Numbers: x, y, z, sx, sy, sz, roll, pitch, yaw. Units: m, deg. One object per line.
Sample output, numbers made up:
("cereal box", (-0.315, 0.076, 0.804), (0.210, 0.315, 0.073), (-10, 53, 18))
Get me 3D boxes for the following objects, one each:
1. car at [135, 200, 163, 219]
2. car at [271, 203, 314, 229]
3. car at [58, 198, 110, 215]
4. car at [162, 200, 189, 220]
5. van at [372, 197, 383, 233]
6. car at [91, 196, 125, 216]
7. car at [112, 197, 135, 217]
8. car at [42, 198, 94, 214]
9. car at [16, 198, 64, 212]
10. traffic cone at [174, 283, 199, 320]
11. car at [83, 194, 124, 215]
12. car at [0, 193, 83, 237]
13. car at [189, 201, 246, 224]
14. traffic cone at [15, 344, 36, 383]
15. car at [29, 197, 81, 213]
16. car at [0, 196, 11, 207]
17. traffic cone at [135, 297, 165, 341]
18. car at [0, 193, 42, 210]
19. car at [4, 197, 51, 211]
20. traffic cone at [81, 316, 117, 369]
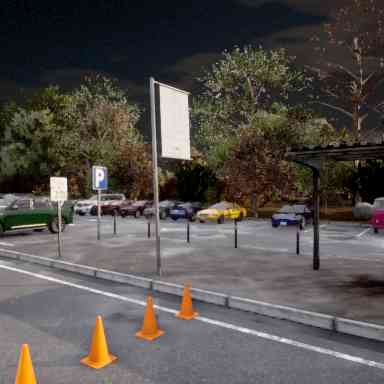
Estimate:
("car", (-2.134, 1.473, 28.552), (2.231, 1.521, 4.892), (0, 0, 35))
("car", (6.931, 1.513, 22.142), (2.163, 1.488, 4.792), (0, 0, 35))
("car", (-11.227, 1.461, 34.922), (2.231, 1.521, 4.892), (0, 0, 35))
("car", (0.150, 1.504, 26.976), (2.163, 1.488, 4.792), (0, 0, 35))
("van", (11.557, 1.264, 19.071), (1.878, 1.987, 4.442), (0, 0, 35))
("car", (-6.678, 1.466, 31.742), (2.097, 1.535, 5.008), (0, 0, 35))
("car", (-4.406, 1.469, 30.146), (2.097, 1.535, 5.008), (0, 0, 35))
("car", (-13.499, 1.455, 36.519), (2.097, 1.535, 5.008), (0, 0, 35))
("car", (-18.055, 1.469, 39.689), (2.163, 1.488, 4.792), (0, 0, 35))
("traffic cone", (-0.093, 1.957, 6.071), (0.340, 0.580, 0.340), (0, 0, 36))
("car", (-8.969, 1.212, 33.309), (2.435, 2.045, 5.566), (0, 0, 35))
("car", (-8.959, 1.221, 17.320), (2.435, 2.045, 5.566), (0, 0, 35))
("car", (2.298, 1.475, 25.205), (1.946, 1.575, 5.366), (0, 0, 35))
("traffic cone", (-1.817, 1.957, 3.621), (0.340, 0.580, 0.340), (0, 0, 35))
("car", (-15.663, 1.444, 38.271), (1.946, 1.575, 5.366), (0, 0, 35))
("car", (-29.294, 1.332, 47.845), (1.946, 1.575, 5.366), (1, 0, 35))
("traffic cone", (-0.668, 1.957, 5.255), (0.340, 0.580, 0.340), (0, 0, 35))
("car", (-22.601, 1.153, 42.883), (2.435, 2.045, 5.566), (0, 0, 35))
("car", (-20.299, 1.452, 41.336), (2.163, 1.488, 4.792), (0, 0, 35))
("traffic cone", (-1.243, 1.957, 4.438), (0.340, 0.580, 0.340), (0, 0, 35))
